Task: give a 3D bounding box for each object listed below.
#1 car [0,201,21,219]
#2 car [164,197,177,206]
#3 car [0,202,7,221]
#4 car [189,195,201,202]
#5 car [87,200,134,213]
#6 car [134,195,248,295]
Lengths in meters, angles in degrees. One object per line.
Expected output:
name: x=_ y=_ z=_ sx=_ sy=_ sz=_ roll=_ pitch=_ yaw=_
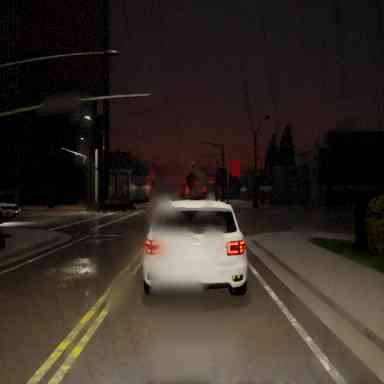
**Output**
car: x=-17.302 y=1.338 z=27.570 sx=5.566 sy=2.045 sz=2.150 roll=-1 pitch=0 yaw=0
car: x=-3.528 y=1.563 z=55.441 sx=1.994 sy=1.385 sz=4.181 roll=0 pitch=0 yaw=0
car: x=-16.222 y=1.667 z=24.074 sx=4.181 sy=1.385 sz=1.994 roll=-1 pitch=0 yaw=0
car: x=0.828 y=1.464 z=78.702 sx=1.882 sy=1.535 sz=5.008 roll=0 pitch=0 yaw=12
car: x=-9.004 y=1.589 z=37.667 sx=5.357 sy=1.411 sz=2.033 roll=0 pitch=0 yaw=-10
car: x=0.078 y=1.221 z=8.832 sx=2.150 sy=2.045 sz=5.566 roll=0 pitch=0 yaw=0
